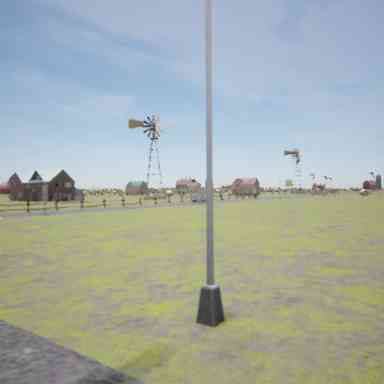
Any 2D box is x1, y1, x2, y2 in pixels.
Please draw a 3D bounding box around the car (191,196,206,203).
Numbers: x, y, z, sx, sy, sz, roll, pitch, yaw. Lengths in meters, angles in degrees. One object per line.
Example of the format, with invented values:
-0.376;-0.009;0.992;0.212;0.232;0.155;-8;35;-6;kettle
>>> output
1.634;1.378;63.599;1.994;1.385;4.181;-1;0;36;car
